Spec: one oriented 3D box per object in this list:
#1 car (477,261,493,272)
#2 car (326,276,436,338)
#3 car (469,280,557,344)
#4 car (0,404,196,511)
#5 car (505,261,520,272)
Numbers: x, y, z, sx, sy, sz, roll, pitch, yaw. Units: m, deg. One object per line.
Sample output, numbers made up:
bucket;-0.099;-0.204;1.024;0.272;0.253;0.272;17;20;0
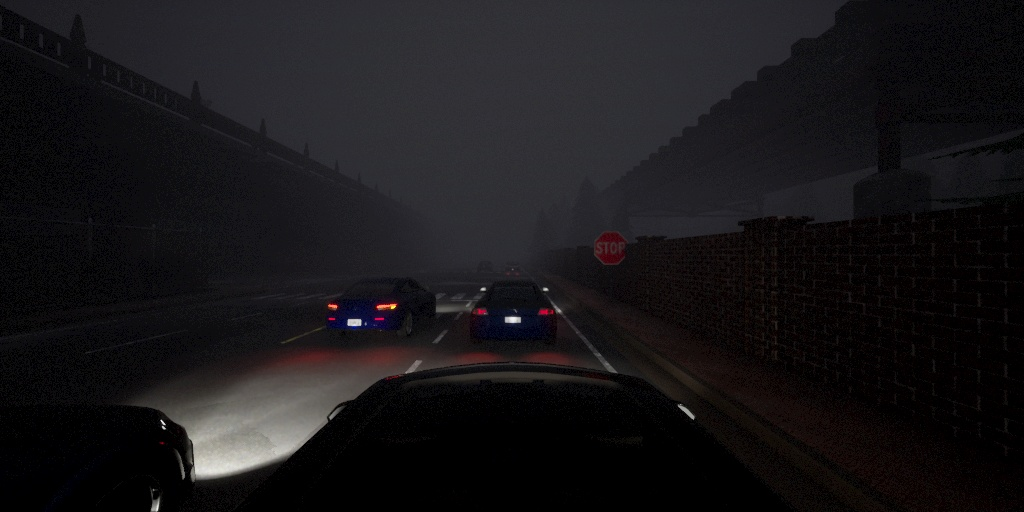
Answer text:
car;-3.434;1.297;46.063;2.033;1.411;5.357;0;0;-1
car;-3.421;1.276;10.070;1.812;1.442;4.674;0;0;0
car;0.061;1.314;9.551;1.994;1.385;4.181;0;0;1
car;-3.399;1.314;0.974;1.994;1.385;4.181;0;0;0
car;0.060;1.351;46.260;1.895;1.301;4.718;0;0;-1
